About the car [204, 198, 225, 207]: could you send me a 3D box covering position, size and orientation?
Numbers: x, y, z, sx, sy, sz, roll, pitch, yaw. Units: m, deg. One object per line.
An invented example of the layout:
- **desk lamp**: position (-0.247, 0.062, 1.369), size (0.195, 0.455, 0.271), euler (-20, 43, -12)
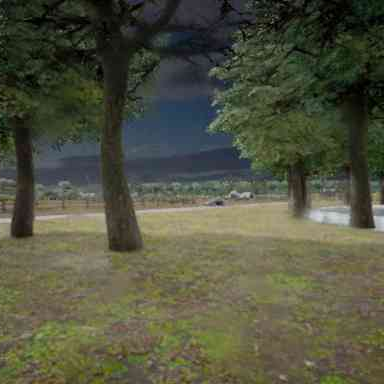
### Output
- **car**: position (3.894, 1.762, 56.770), size (2.128, 1.511, 4.902), euler (-2, -2, 36)
